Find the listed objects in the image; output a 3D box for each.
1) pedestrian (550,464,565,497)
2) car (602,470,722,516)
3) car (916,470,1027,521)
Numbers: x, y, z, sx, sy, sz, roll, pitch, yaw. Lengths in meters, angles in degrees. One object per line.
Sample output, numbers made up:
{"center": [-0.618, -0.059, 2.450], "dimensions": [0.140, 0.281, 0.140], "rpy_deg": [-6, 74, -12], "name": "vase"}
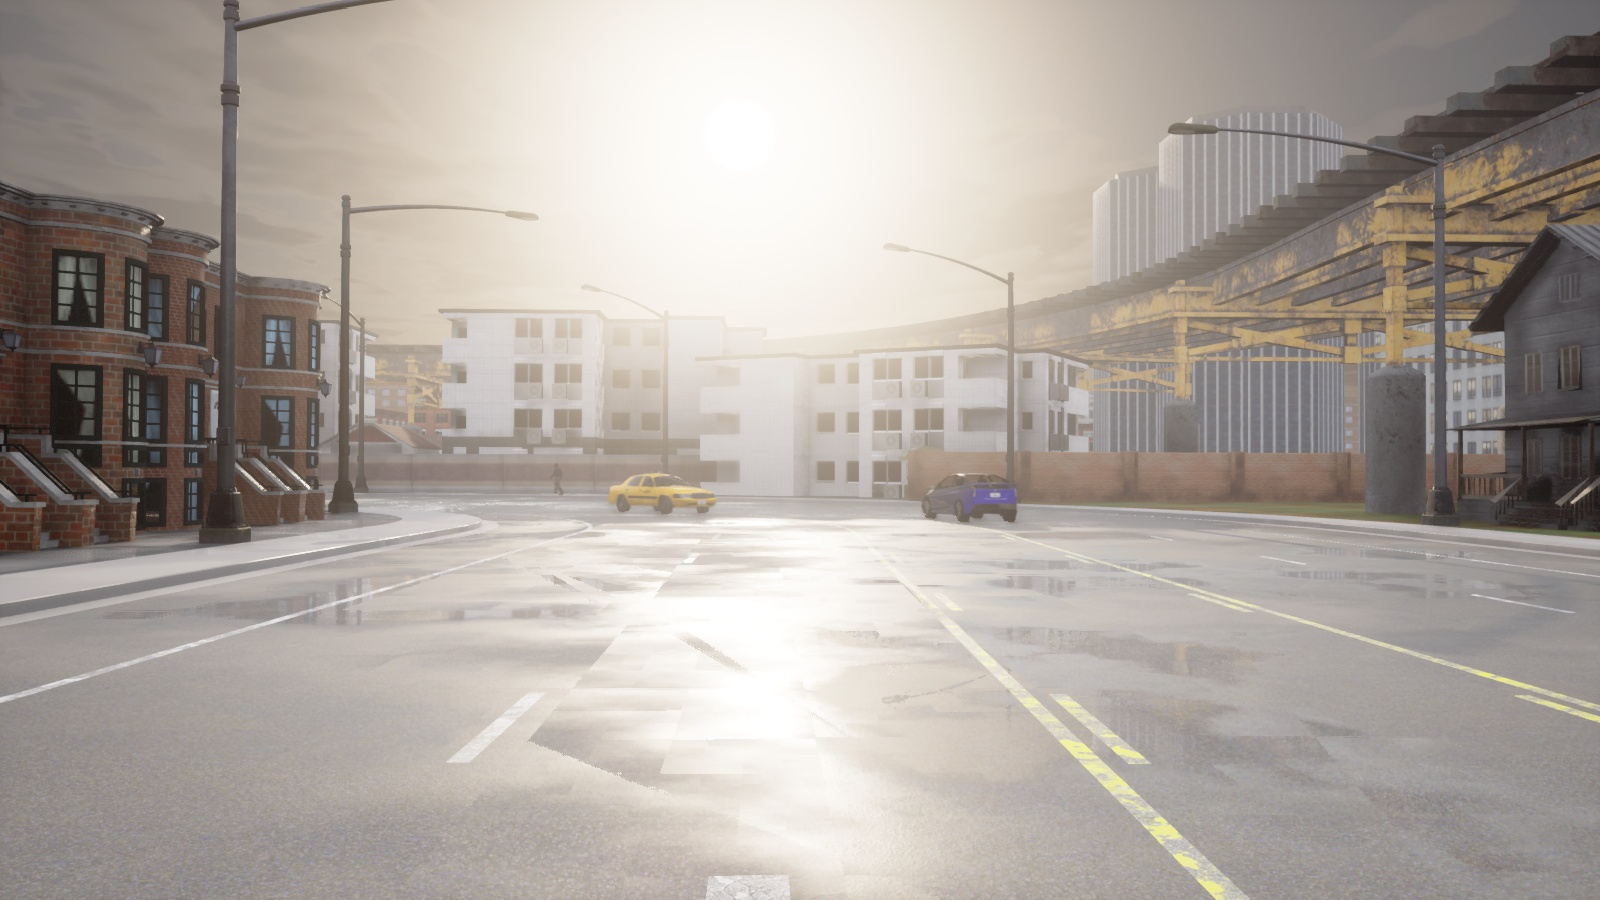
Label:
{"center": [-13.553, 1.699, 70.153], "dimensions": [0.726, 1.835, 0.370], "rpy_deg": [-1, -1, 22], "name": "pedestrian"}
{"center": [-5.157, 1.548, 46.170], "dimensions": [1.801, 1.575, 5.366], "rpy_deg": [0, -1, -38], "name": "car"}
{"center": [5.406, 1.414, 40.263], "dimensions": [2.007, 1.525, 4.514], "rpy_deg": [0, -1, -14], "name": "car"}
